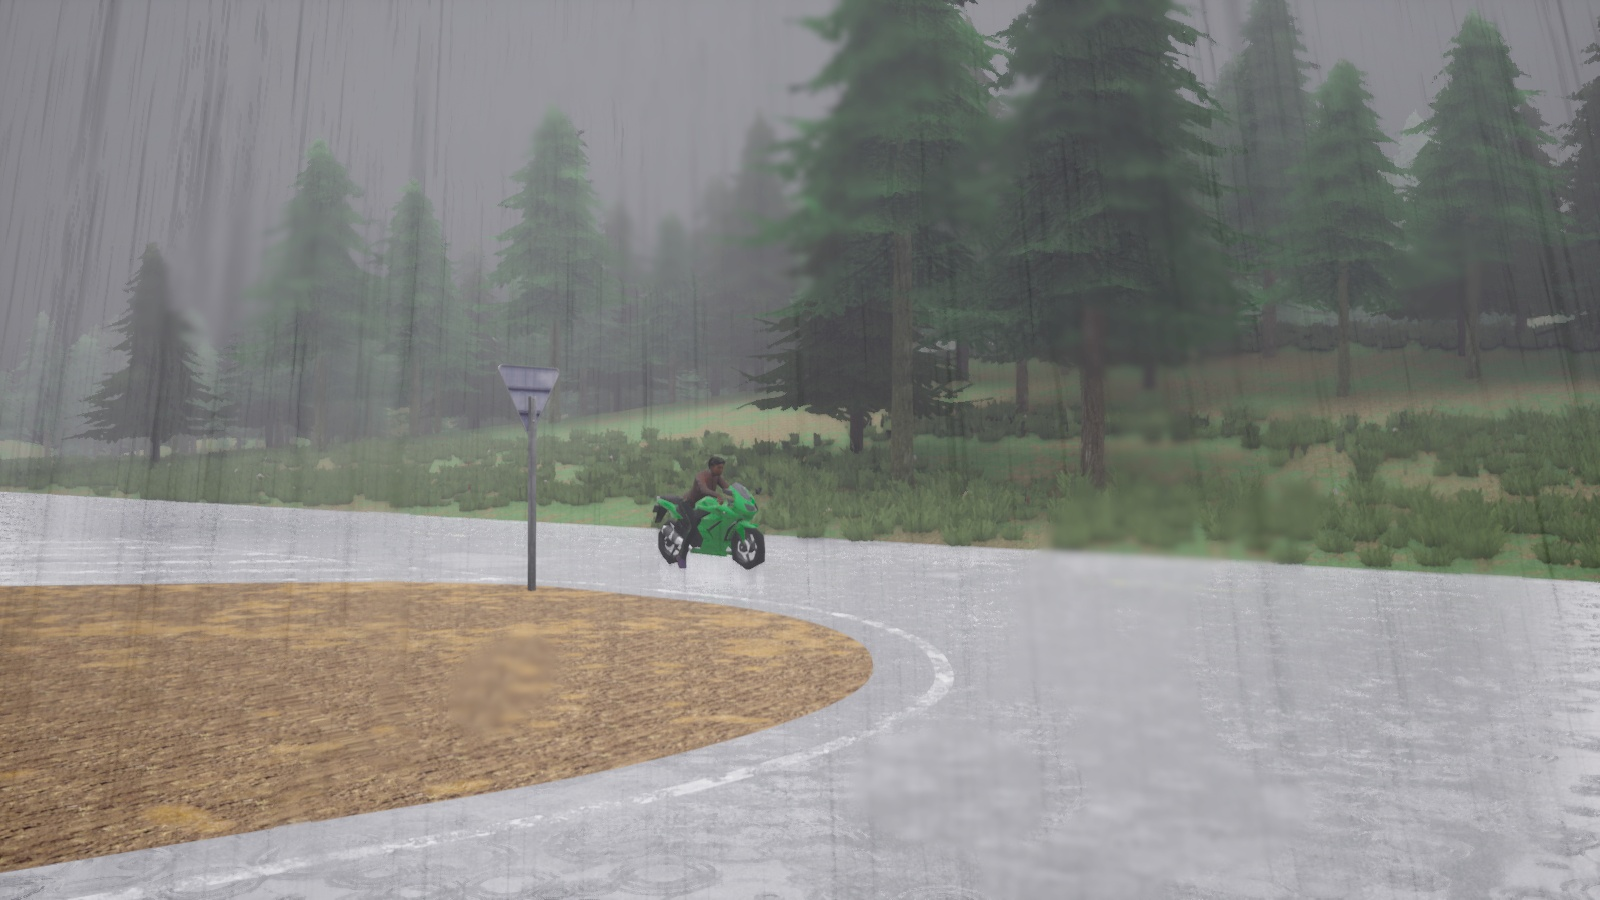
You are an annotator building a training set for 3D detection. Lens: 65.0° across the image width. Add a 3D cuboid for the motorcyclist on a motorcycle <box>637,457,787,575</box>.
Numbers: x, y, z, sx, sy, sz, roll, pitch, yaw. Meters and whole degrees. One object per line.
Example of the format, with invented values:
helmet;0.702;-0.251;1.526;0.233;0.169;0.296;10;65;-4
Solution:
motorcyclist on a motorcycle;-1.223;0.852;17.152;2.044;1.523;0.797;0;0;39
